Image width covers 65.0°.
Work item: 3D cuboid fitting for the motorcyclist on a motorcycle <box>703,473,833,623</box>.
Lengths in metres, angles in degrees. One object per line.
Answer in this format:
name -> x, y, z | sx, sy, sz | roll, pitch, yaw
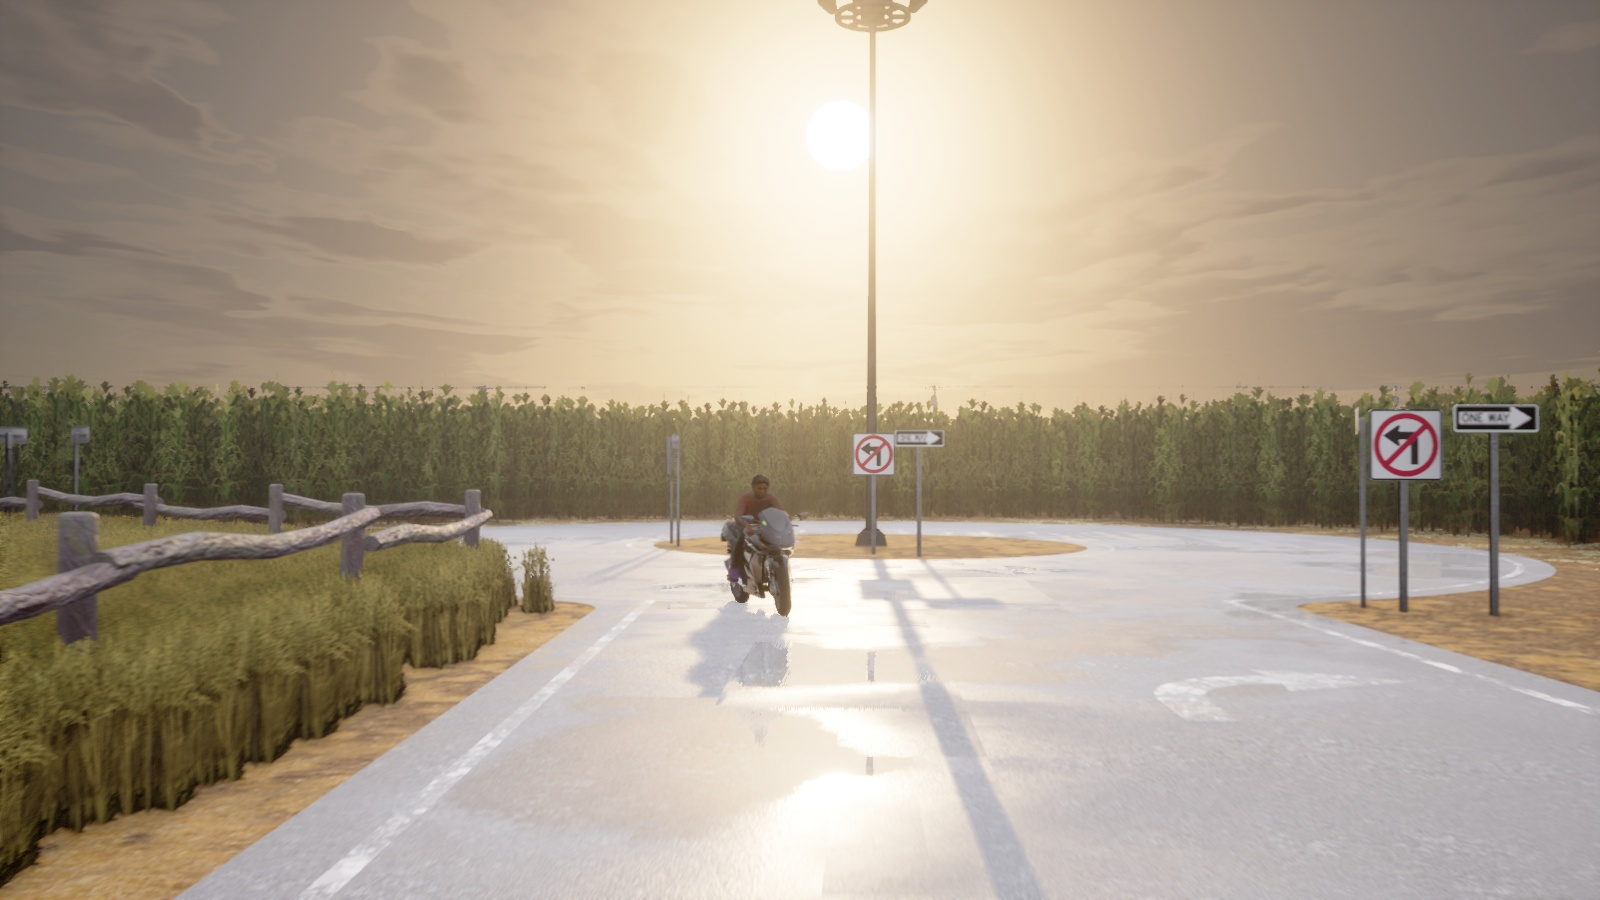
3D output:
motorcyclist on a motorcycle -> -0.402, 1.034, 14.072 | 0.797, 1.523, 2.044 | -2, 0, -20
